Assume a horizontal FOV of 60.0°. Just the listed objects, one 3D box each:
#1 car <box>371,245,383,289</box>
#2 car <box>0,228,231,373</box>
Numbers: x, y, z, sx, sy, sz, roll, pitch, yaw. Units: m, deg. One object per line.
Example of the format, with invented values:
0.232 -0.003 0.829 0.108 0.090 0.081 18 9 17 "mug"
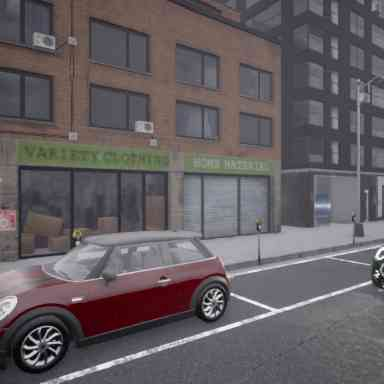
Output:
6.200 1.352 7.806 4.553 1.767 2.097 0 0 -36 "car"
-1.369 1.440 5.559 4.097 1.590 1.967 0 0 -36 "car"
